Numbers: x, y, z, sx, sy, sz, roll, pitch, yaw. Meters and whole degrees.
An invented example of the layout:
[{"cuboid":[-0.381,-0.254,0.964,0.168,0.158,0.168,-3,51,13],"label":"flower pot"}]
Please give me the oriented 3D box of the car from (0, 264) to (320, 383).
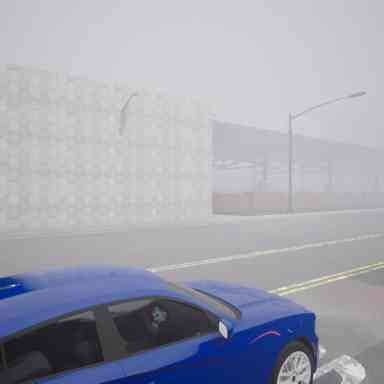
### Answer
[{"cuboid":[-0.805,1.478,3.174,5.008,1.535,1.882,0,0,-36],"label":"car"}]
